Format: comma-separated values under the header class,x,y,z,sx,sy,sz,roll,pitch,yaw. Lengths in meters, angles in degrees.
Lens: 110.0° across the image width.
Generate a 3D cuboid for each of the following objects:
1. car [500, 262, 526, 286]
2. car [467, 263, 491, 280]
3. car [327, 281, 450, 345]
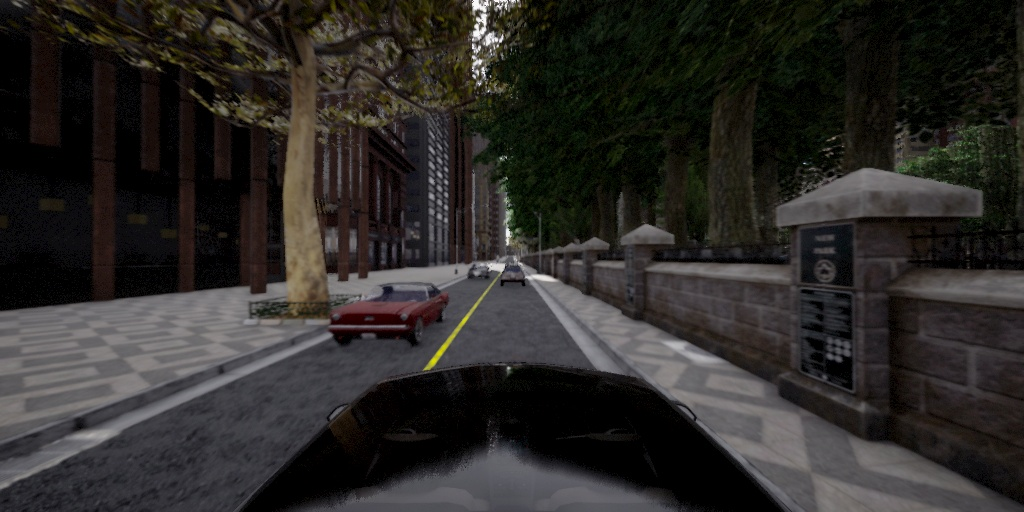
class,x,y,z,sx,sy,sz,roll,pitch,yaw
car,0.062,1.421,26.870,2.033,1.411,5.357,0,0,0
car,-3.037,1.407,33.676,2.128,1.511,4.902,0,0,1
car,-3.002,1.385,9.729,1.895,1.301,4.718,0,0,0
